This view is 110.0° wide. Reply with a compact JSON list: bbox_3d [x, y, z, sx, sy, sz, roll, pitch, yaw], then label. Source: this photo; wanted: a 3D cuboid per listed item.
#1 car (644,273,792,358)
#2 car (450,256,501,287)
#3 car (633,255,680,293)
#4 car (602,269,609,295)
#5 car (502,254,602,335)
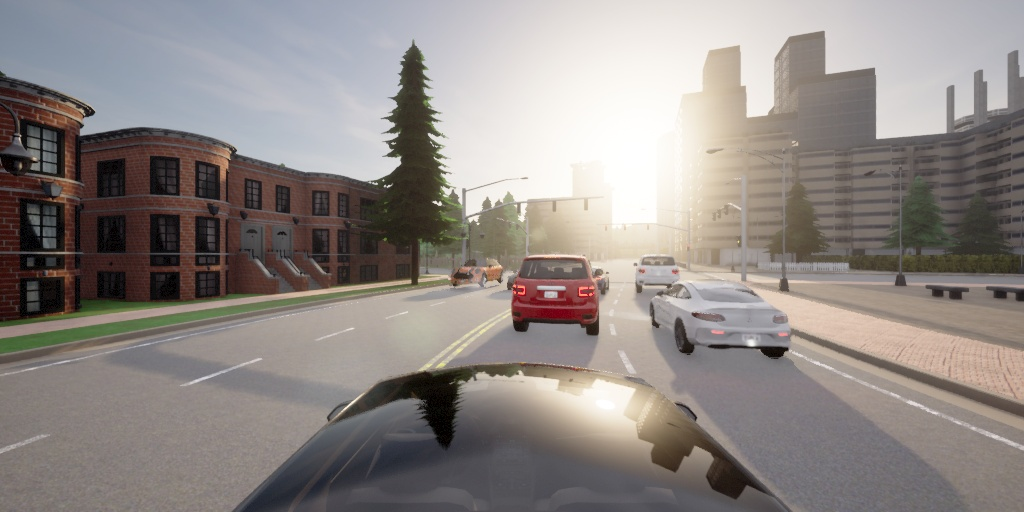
[{"bbox_3d":[4.568,1.277,8.475,1.812,1.442,4.674,0,-1,11],"label":"car"},{"bbox_3d":[-2.140,0.911,23.068,2.097,1.767,4.553,0,0,19],"label":"car"},{"bbox_3d":[8.256,0.967,20.593,2.150,2.045,5.566,0,-1,19],"label":"car"},{"bbox_3d":[4.359,1.276,19.960,1.812,1.442,4.674,0,0,19],"label":"car"},{"bbox_3d":[1.491,0.971,10.765,2.150,2.045,5.566,0,0,13],"label":"car"}]
